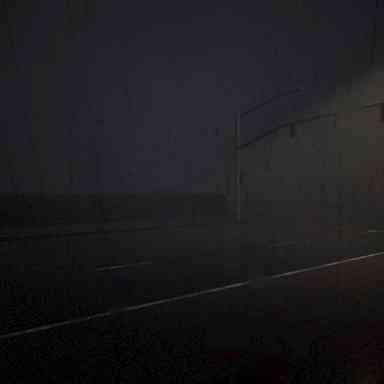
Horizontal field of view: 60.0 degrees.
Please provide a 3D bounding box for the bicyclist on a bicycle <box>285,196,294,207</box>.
[{"bbox_3d":[14.516,1.453,49.552,1.656,1.620,0.582,0,0,-23],"label":"bicyclist on a bicycle"}]

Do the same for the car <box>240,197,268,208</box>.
[{"bbox_3d":[8.758,1.505,48.267,1.837,1.490,4.892,0,0,-34],"label":"car"}]

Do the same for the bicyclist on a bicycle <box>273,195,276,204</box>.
[{"bbox_3d":[13.517,1.300,54.460,0.582,1.620,1.656,0,0,21],"label":"bicyclist on a bicycle"}]
